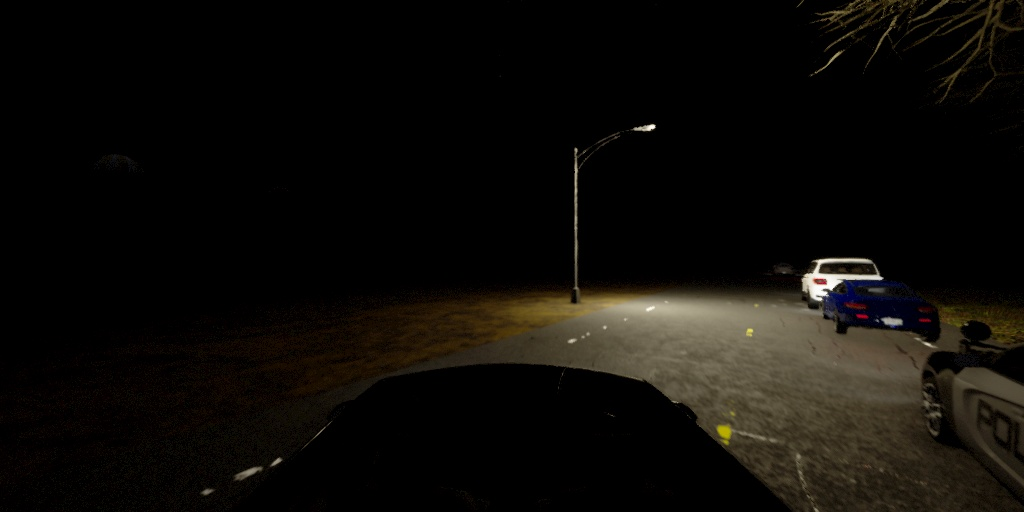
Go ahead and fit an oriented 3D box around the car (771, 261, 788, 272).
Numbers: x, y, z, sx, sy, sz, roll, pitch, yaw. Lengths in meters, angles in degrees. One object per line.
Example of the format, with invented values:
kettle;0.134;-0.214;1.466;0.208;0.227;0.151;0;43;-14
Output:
car;37.427;1.461;50.163;1.812;1.442;4.674;0;0;36

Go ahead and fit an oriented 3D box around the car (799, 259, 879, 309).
car;13.736;1.131;15.155;2.150;2.045;5.566;0;-1;36

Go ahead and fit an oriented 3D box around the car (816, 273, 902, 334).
car;10.232;1.383;10.243;1.812;1.442;4.674;0;-1;36

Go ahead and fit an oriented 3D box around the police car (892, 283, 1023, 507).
police car;4.487;1.186;2.194;1.930;1.638;5.238;0;-1;36

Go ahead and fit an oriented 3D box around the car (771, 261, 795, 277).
car;29.913;1.502;39.523;1.812;1.442;4.674;0;0;36
